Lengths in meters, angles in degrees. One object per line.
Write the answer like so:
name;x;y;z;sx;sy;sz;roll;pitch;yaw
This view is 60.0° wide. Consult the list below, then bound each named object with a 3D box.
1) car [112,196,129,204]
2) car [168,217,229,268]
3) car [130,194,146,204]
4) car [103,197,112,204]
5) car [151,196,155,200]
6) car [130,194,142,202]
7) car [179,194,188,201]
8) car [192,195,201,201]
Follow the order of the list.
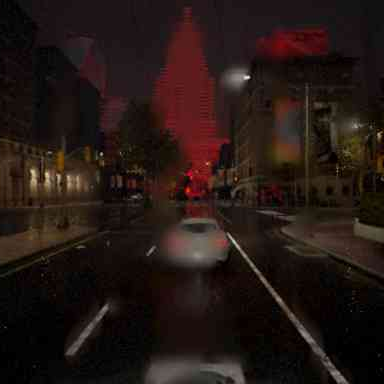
car;-14.112;1.693;67.387;1.837;1.490;4.892;0;0;1
car;0.217;1.561;11.332;1.812;1.442;4.674;0;0;1
car;-10.612;1.739;67.420;2.033;1.411;5.357;0;0;1
car;-17.323;1.794;70.238;1.895;1.301;4.718;0;0;1
car;-10.404;1.722;82.876;1.882;1.535;5.008;0;0;1
car;-13.904;1.466;82.863;2.150;2.045;5.566;0;0;1
car;-2.311;1.491;89.683;2.150;2.045;5.566;0;0;1
car;1.188;1.769;89.605;1.837;1.490;4.892;0;0;1
